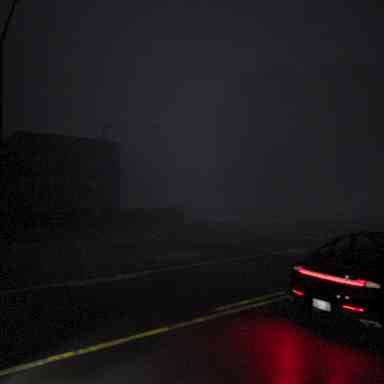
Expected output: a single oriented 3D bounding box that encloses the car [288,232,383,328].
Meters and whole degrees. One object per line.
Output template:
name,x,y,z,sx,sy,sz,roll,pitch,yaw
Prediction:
car,3.980,1.552,6.557,4.902,1.511,2.128,1,0,-35
